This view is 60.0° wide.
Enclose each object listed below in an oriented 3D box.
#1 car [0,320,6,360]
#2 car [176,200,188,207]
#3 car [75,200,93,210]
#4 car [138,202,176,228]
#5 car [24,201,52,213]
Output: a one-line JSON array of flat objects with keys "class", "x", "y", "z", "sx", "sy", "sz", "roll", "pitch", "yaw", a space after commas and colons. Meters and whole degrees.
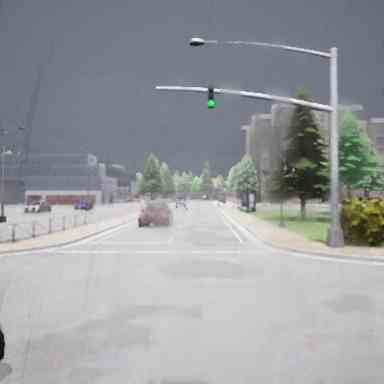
[{"class": "car", "x": -3.337, "y": 1.598, "z": 2.418, "sx": 1.994, "sy": 1.385, "sz": 4.181, "roll": 0, "pitch": -1, "yaw": 2}, {"class": "car", "x": -1.628, "y": 1.894, "z": 51.128, "sx": 1.812, "sy": 1.442, "sz": 4.674, "roll": 0, "pitch": -1, "yaw": 2}, {"class": "car", "x": -15.691, "y": 1.896, "z": 48.329, "sx": 1.845, "sy": 1.501, "sz": 3.633, "roll": 0, "pitch": -1, "yaw": 2}, {"class": "car", "x": -2.571, "y": 1.602, "z": 24.247, "sx": 2.097, "sy": 1.767, "sz": 4.553, "roll": 0, "pitch": -1, "yaw": 2}, {"class": "car", "x": -19.002, "y": 1.842, "z": 41.050, "sx": 1.970, "sy": 1.475, "sz": 3.806, "roll": 0, "pitch": -1, "yaw": 2}]
